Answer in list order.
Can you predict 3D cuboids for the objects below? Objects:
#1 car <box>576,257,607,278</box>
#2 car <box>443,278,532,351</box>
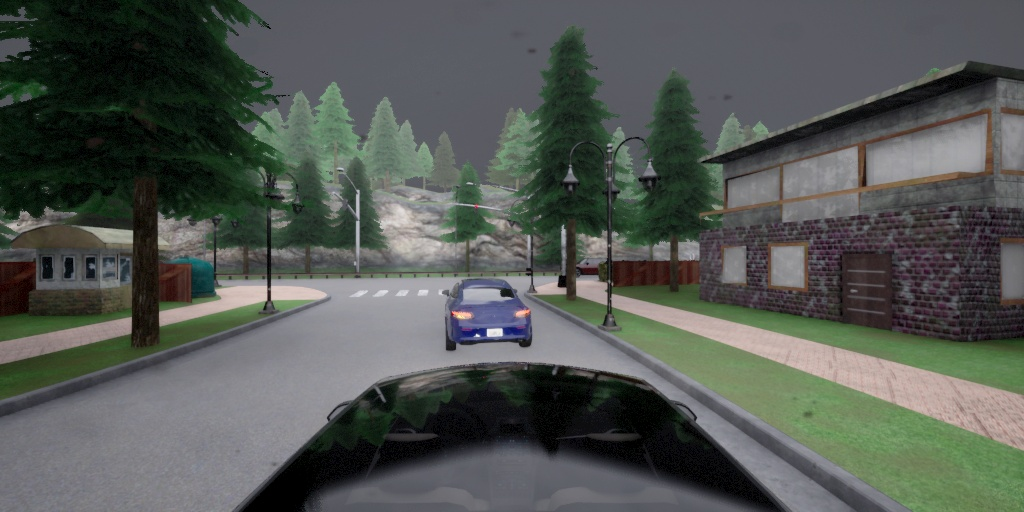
[{"bbox_3d":[6.635,0.944,31.479,4.553,1.767,2.097,0,0,-12],"label":"car"},{"bbox_3d":[-0.748,1.276,9.001,1.812,1.442,4.674,0,0,-11],"label":"car"}]
